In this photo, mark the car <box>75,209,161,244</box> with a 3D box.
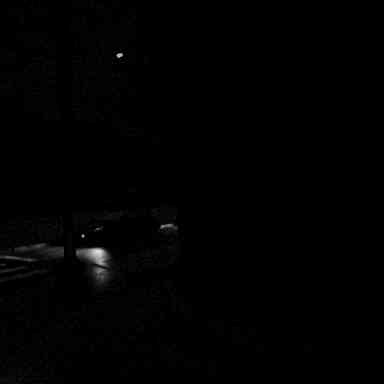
[{"bbox_3d":[-3.421,1.576,16.276,1.812,1.442,4.674,-4,-1,34],"label":"car"}]
